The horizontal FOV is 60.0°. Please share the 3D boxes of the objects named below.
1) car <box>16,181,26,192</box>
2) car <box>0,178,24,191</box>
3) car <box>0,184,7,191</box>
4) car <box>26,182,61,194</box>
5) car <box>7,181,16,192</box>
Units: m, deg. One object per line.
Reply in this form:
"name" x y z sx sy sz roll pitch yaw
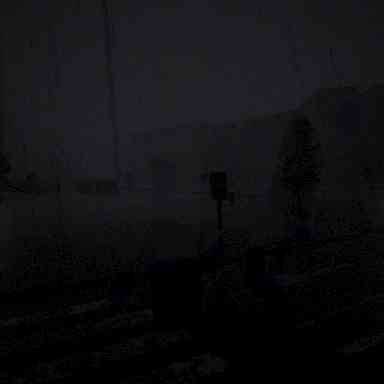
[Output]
"car" -23.926 -0.811 51.235 2.231 1.521 4.892 1 6 17
"car" -31.165 -1.295 56.309 2.185 1.767 4.553 0 6 15
"car" -28.727 -1.057 54.671 2.097 1.535 5.008 1 6 16
"car" -21.562 -0.650 49.449 2.163 1.488 4.792 1 6 17
"car" -26.327 -0.895 52.963 2.002 1.452 4.674 0 6 16
